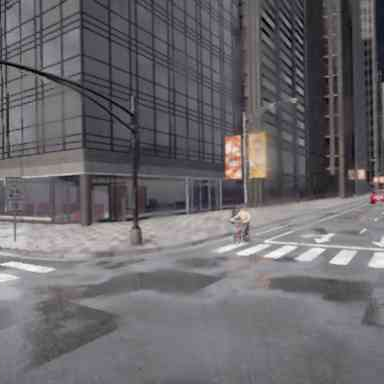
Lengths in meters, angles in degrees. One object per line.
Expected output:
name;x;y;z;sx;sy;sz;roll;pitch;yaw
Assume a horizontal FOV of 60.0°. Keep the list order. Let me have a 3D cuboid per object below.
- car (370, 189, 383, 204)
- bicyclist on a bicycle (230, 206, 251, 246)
car;26.681;0.661;47.218;2.150;2.045;5.566;-1;0;33
bicyclist on a bicycle;2.109;1.386;14.039;0.866;1.612;1.509;-1;0;34
